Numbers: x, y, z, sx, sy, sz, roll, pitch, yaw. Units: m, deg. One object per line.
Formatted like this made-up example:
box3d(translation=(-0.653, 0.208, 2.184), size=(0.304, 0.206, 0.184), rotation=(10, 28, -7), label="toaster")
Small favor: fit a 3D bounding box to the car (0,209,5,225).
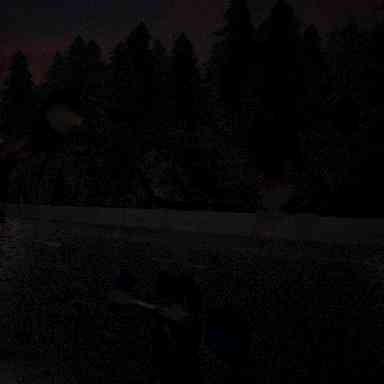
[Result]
box3d(translation=(-14.840, 1.519, 22.940), size=(4.902, 1.511, 2.128), rotation=(0, 0, 36), label="car")
